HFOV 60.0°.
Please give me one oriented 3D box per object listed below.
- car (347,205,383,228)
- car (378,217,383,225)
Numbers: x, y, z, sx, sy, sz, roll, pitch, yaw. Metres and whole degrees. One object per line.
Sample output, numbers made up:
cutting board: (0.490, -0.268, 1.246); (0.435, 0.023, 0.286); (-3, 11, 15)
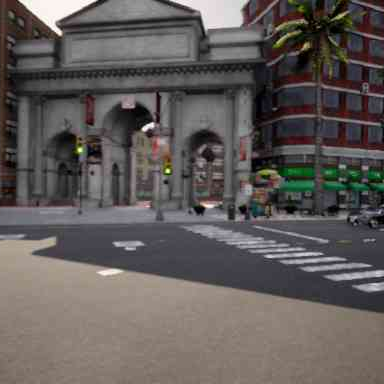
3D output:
car: (13.390, 1.708, 23.822); (4.902, 1.511, 2.128); (1, 0, -20)
car: (9.300, 1.699, 11.218); (5.357, 1.411, 2.033); (1, 0, -18)
